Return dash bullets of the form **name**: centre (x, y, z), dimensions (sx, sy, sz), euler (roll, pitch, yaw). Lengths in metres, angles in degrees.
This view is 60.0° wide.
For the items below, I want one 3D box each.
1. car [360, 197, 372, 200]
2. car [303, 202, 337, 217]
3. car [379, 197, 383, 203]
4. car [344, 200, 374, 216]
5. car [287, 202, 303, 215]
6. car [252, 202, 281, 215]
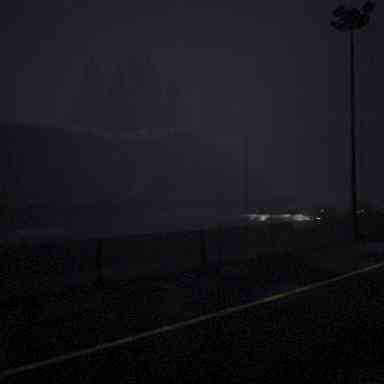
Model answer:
- **car**: centre (36.509, 1.656, 69.968), dimensions (2.097, 1.767, 4.553), euler (-1, -1, 24)
- **car**: centre (13.921, 1.876, 35.449), dimensions (1.812, 1.442, 4.674), euler (-1, -1, 42)
- **car**: centre (39.680, 1.756, 68.482), dimensions (1.837, 1.490, 4.892), euler (-1, -1, 24)
- **car**: centre (16.894, 1.810, 33.532), dimensions (1.837, 1.490, 4.892), euler (-1, -1, 41)
- **car**: centre (13.012, 1.937, 39.704), dimensions (1.812, 1.442, 4.674), euler (-1, -1, 41)
- **car**: centre (9.221, 1.957, 40.699), dimensions (1.837, 1.490, 4.892), euler (-1, -1, 41)
